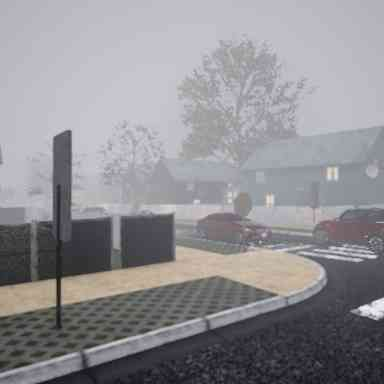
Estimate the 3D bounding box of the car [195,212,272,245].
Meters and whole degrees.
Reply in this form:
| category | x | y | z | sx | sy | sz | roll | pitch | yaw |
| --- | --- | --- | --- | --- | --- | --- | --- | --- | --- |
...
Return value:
| category | x | y | z | sx | sy | sz | roll | pitch | yaw |
| --- | --- | --- | --- | --- | --- | --- | --- | --- | --- |
| car | 1.991 | 1.776 | 17.283 | 1.812 | 1.442 | 4.674 | 0 | -2 | -35 |

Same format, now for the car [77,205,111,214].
| category | x | y | z | sx | sy | sz | roll | pitch | yaw |
| --- | --- | --- | --- | --- | --- | --- | --- | --- | --- |
| car | -9.759 | 2.251 | 33.870 | 1.837 | 1.490 | 4.892 | 1 | -2 | -36 |

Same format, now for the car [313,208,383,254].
| category | x | y | z | sx | sy | sz | roll | pitch | yaw |
| --- | --- | --- | --- | --- | --- | --- | --- | --- | --- |
| car | 7.277 | 1.472 | 14.212 | 2.097 | 1.767 | 4.553 | 0 | -2 | -19 |

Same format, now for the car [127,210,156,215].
| category | x | y | z | sx | sy | sz | roll | pitch | yaw |
| --- | --- | --- | --- | --- | --- | --- | --- | --- | --- |
| car | -3.732 | 2.055 | 25.368 | 1.994 | 1.385 | 4.181 | 0 | -2 | -35 |

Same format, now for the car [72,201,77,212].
| category | x | y | z | sx | sy | sz | roll | pitch | yaw |
| --- | --- | --- | --- | --- | --- | --- | --- | --- | --- |
| car | -15.850 | 2.227 | 42.555 | 2.150 | 2.045 | 5.566 | 0 | -2 | -35 |
